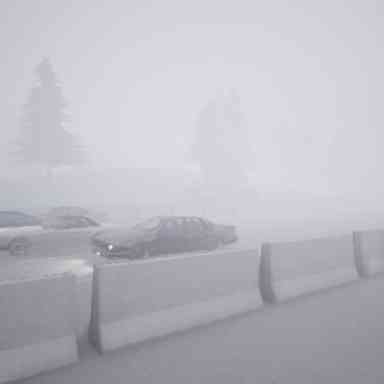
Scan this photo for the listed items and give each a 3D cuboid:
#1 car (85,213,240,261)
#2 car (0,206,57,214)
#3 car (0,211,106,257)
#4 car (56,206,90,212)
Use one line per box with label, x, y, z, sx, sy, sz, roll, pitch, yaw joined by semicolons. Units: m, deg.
car;-0.750;1.544;11.962;5.357;1.411;2.033;0;0;-35
car;-8.821;1.522;14.854;4.674;1.442;1.812;0;0;-35
car;-5.222;1.599;13.107;4.718;1.301;1.895;0;0;-35
car;-7.761;1.544;19.874;5.357;1.411;2.033;0;0;-35
